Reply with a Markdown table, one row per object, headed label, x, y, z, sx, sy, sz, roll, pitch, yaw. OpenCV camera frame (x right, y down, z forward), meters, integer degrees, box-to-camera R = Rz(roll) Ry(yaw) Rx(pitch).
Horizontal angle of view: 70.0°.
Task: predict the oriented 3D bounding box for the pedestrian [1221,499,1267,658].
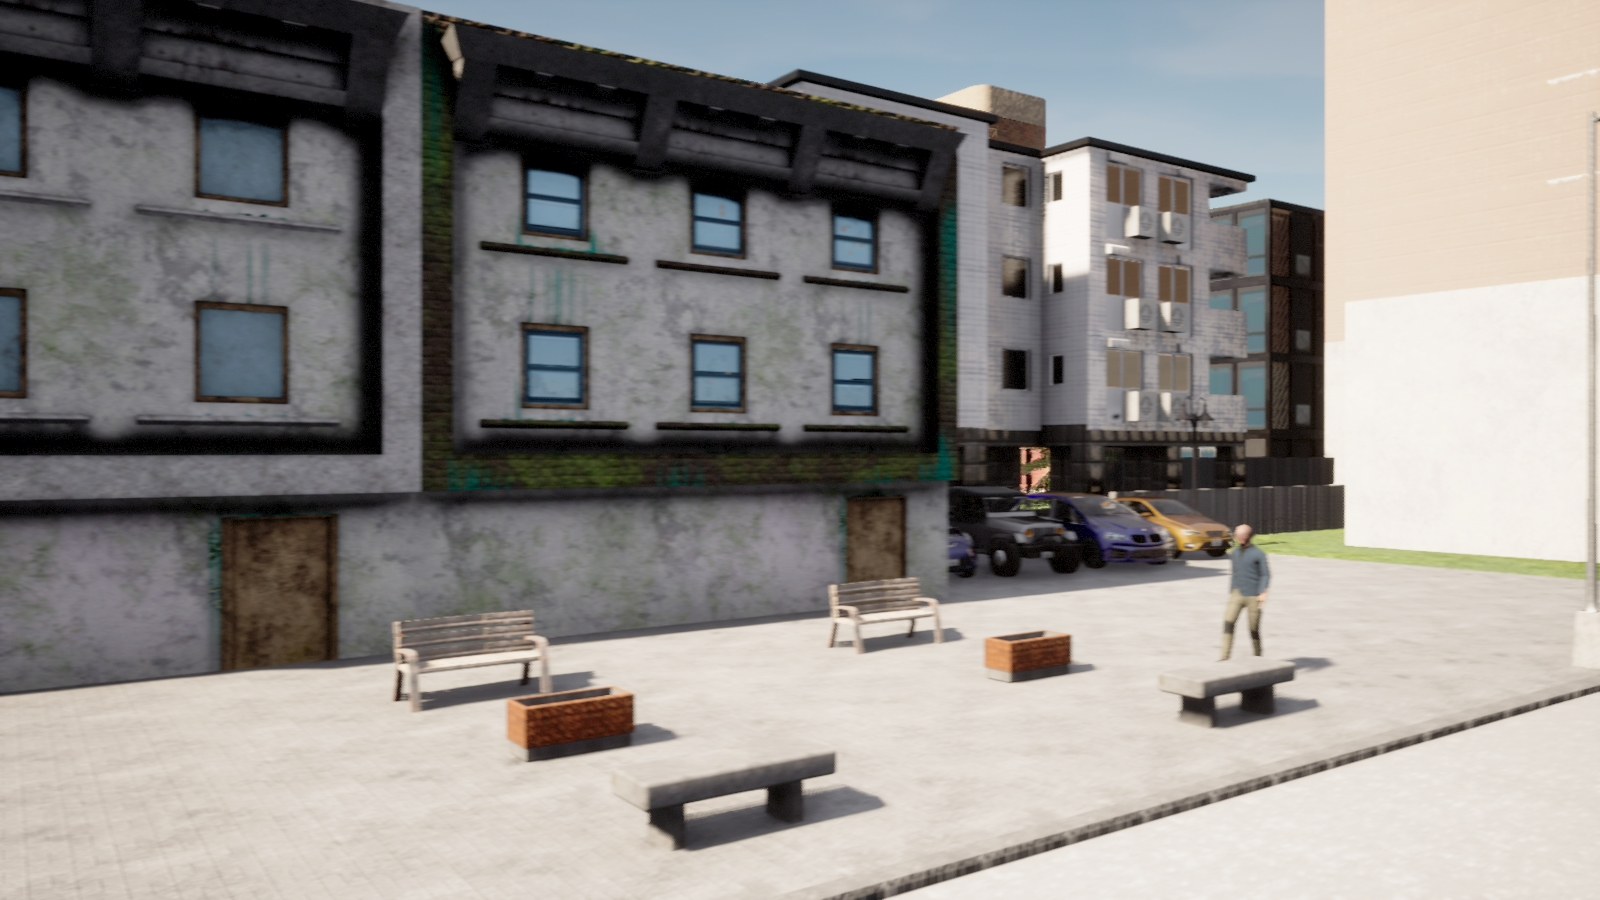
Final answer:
| label | x | y | z | sx | sy | sz | roll | pitch | yaw |
| --- | --- | --- | --- | --- | --- | --- | --- | --- | --- |
| pedestrian | 5.349 | 1.526 | 13.761 | 0.375 | 1.860 | 0.375 | 0 | 0 | -38 |
